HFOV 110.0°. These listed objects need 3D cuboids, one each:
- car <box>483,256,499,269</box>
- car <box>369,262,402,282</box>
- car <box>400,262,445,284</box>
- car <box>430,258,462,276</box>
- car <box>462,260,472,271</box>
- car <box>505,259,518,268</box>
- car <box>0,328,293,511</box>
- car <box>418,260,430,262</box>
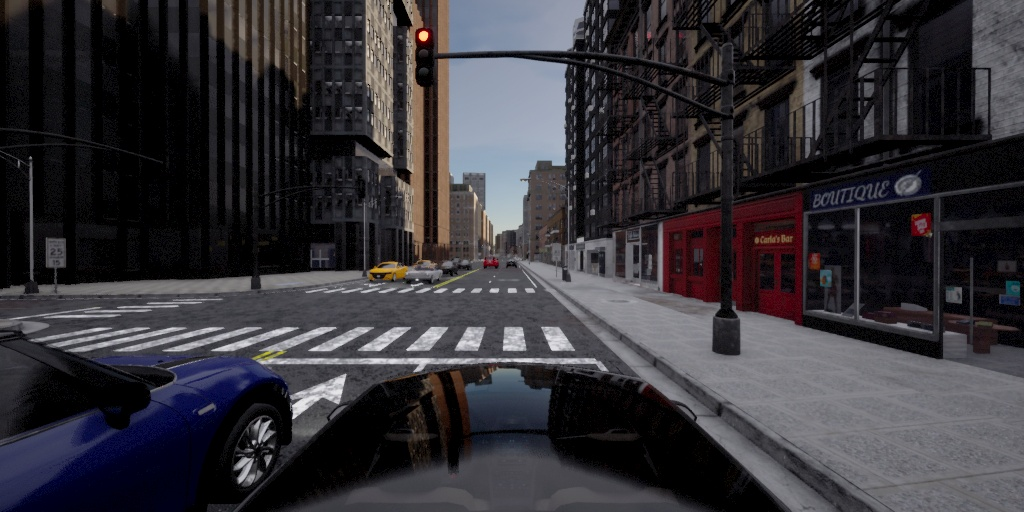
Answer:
[{"bbox_3d":[-3.418,0.988,58.038,2.150,2.045,5.566,0,0,0],"label":"car"},{"bbox_3d":[-9.927,1.234,29.138,1.882,1.535,5.008,0,0,0],"label":"car"},{"bbox_3d":[-6.674,1.356,27.392,1.895,1.301,4.718,0,0,0],"label":"car"},{"bbox_3d":[-6.703,1.237,36.792,1.882,1.535,5.008,0,0,0],"label":"car"},{"bbox_3d":[-6.730,1.242,50.098,1.882,1.535,5.008,0,0,0],"label":"car"},{"bbox_3d":[-0.080,1.272,61.821,1.837,1.490,4.892,0,0,0],"label":"car"},{"bbox_3d":[-3.146,1.102,1.578,2.097,1.767,4.553,0,0,0],"label":"car"},{"bbox_3d":[-9.964,1.239,40.830,1.882,1.535,5.008,0,1,0],"label":"car"}]
